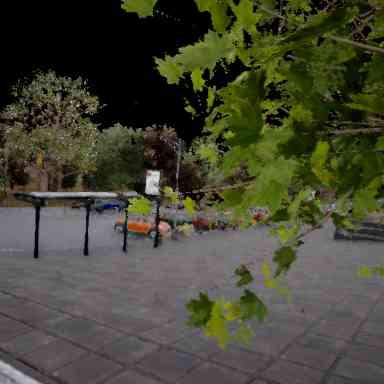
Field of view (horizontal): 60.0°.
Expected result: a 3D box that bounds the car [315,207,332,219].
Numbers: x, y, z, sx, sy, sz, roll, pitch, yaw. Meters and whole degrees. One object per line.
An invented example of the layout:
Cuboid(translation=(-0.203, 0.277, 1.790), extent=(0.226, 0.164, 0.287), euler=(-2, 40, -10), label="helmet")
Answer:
Cuboid(translation=(24.194, 3.889, 65.828), extent=(5.566, 2.045, 2.435), euler=(6, 2, 16), label="car")

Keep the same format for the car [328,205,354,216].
Cuboid(translation=(38.231, 4.717, 85.330), extent=(5.566, 2.045, 2.435), euler=(6, 2, 16), label="car")

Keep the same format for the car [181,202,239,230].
Cuboid(translation=(1.502, 2.687, 34.139), extent=(5.566, 2.045, 2.435), euler=(6, 2, 16), label="car")

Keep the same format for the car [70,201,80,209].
Cuboid(translation=(-13.215, 1.534, 42.639), extent=(1.882, 1.535, 5.008), euler=(6, 2, 36), label="car")

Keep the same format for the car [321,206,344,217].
Cuboid(translation=(32.975, 4.556, 78.010), extent=(4.553, 1.767, 2.185), euler=(6, 2, 16), label="car")

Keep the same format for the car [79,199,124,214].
Cuboid(translation=(-10.535, 1.529, 41.204), extent=(2.150, 2.045, 5.566), euler=(6, 2, 35), label="car")

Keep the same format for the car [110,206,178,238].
Cuboid(translation=(-3.908, 2.544, 26.882), extent=(4.553, 1.767, 2.185), euler=(6, 2, 16), label="car")

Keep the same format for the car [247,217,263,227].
Cuboid(translation=(5.148, 3.121, 38.974), extent=(5.366, 1.575, 1.946), euler=(6, 2, 16), label="car")

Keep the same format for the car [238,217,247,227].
Cuboid(translation=(3.206, 3.060, 36.593), extent=(4.674, 1.452, 2.002), euler=(6, 2, 16), label="car")

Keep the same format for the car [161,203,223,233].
Cuboid(translation=(-0.324, 2.595, 31.714), extent=(5.566, 2.045, 2.435), euler=(6, 2, 16), label="car")

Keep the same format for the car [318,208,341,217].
Cuboid(translation=(31.184, 4.614, 75.585), extent=(4.674, 1.452, 2.002), euler=(6, 2, 16), label="car")

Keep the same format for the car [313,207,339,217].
Cuboid(translation=(29.433, 4.467, 73.152), extent=(5.008, 1.535, 2.097), euler=(6, 1, 16), label="car")

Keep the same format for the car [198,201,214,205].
Cuboid(translation=(2.553, 2.417, 64.477), extent=(1.994, 1.385, 4.181), euler=(6, 1, 36), label="car")

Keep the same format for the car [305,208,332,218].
Cuboid(translation=(25.914, 4.275, 68.276), extent=(4.792, 1.488, 2.163), euler=(6, 2, 16), label="car")

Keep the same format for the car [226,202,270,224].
Cuboid(translation=(6.772, 2.945, 41.447), extent=(5.566, 2.045, 2.435), euler=(6, 2, 16), label="car")

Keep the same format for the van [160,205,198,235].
Cuboid(translation=(-2.187, 2.525, 29.314), extent=(4.442, 1.987, 1.878), euler=(6, 2, 16), label="van")
